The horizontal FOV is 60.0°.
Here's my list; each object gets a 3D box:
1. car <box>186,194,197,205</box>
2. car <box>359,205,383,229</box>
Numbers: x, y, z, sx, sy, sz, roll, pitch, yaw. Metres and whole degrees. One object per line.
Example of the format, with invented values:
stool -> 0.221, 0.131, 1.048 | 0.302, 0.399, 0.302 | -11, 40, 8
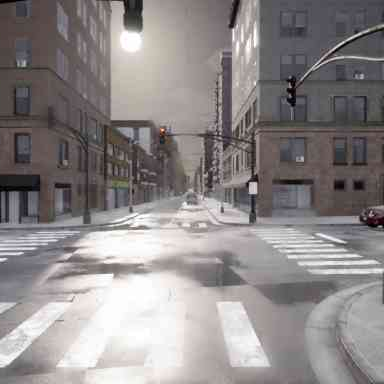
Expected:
car -> -0.016, 1.594, 60.021 | 2.033, 1.411, 5.357 | 0, 0, 0
car -> 12.053, 1.123, 18.376 | 5.009, 1.841, 2.192 | -1, 1, 0
